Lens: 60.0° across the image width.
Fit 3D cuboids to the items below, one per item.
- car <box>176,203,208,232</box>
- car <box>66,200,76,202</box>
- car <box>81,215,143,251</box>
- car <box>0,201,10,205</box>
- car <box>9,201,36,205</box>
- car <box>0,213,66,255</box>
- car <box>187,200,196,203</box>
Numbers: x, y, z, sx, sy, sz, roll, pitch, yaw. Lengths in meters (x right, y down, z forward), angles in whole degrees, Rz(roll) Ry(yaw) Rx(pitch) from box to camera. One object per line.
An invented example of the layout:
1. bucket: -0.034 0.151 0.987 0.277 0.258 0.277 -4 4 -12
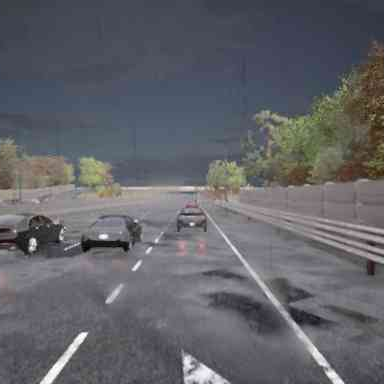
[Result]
1. car: 0.006 1.694 21.893 2.128 1.511 4.902 0 -1 0
2. car: -21.002 2.153 57.471 1.994 1.385 4.181 0 -1 1
3. car: -3.395 1.698 14.778 1.994 1.385 4.181 0 -1 0
4. car: -27.993 2.073 50.425 1.994 1.385 4.181 0 0 0
5. car: -24.497 2.101 49.357 1.895 1.301 4.718 0 -1 0
6. car: -6.895 1.631 13.894 1.837 1.490 4.892 0 -1 0
7. car: 0.021 2.166 58.521 1.994 1.385 4.181 0 -1 0
